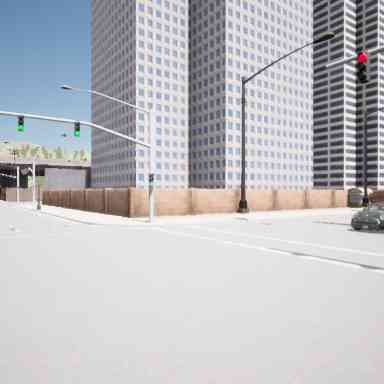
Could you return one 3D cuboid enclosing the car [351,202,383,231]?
[{"bbox_3d":[11.373,1.352,19.545,4.553,1.767,2.097,0,0,-35],"label":"car"}]
